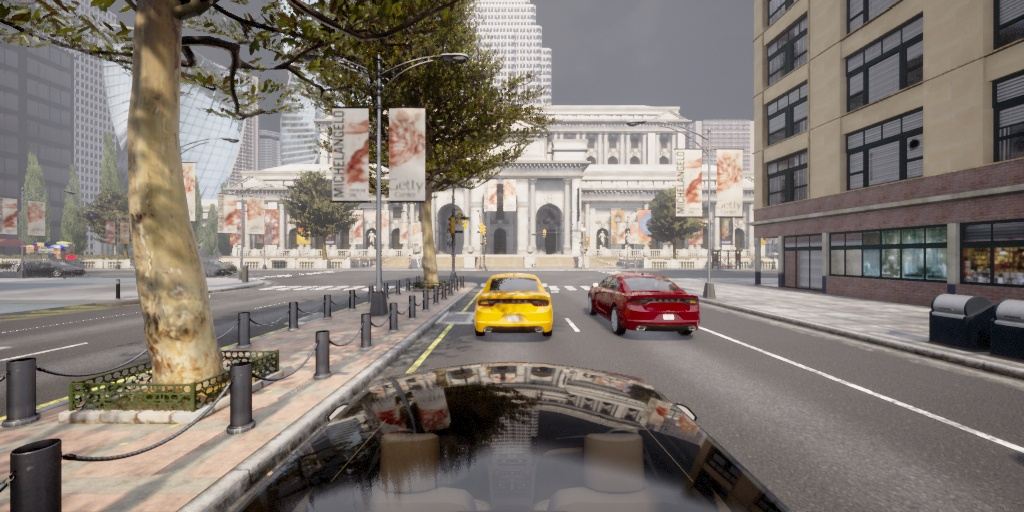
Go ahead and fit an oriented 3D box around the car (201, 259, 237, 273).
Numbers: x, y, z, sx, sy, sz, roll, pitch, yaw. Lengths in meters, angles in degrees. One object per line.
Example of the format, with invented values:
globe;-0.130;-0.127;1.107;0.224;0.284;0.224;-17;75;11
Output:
car;-31.518;1.102;37.561;4.553;1.767;2.097;0;0;0

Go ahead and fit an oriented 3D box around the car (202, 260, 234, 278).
car;-29.469;1.314;34.050;4.181;1.385;1.994;0;0;0

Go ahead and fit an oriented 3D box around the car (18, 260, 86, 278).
car;-43.617;1.254;34.038;4.892;1.490;1.837;0;0;-1

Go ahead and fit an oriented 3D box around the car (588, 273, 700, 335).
car;3.558;1.228;10.582;1.882;1.535;5.008;0;0;0

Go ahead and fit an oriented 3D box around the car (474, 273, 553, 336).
car;0.056;1.228;10.403;1.882;1.535;5.008;0;0;1
